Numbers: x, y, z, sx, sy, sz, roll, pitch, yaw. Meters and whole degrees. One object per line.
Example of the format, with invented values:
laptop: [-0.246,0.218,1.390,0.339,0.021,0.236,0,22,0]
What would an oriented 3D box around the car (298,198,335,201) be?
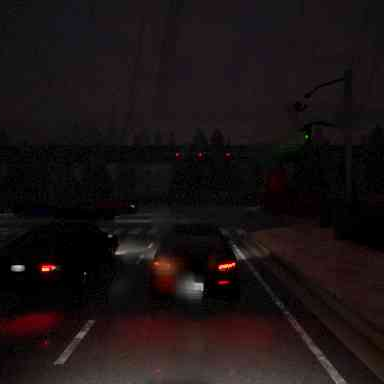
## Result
car: [16.920,1.491,43.340,4.902,1.511,2.128,0,0,0]

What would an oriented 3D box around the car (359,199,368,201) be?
car: [23.228,1.601,46.813,4.718,1.301,1.895,0,0,0]

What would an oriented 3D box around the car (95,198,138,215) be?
car: [-7.646,1.352,32.780,4.553,1.767,2.097,0,0,0]

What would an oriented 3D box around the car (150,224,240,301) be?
car: [0.072,1.526,8.229,1.812,1.442,4.674,0,0,0]

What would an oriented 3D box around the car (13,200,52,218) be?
car: [-13.018,1.477,29.309,5.008,1.535,1.882,0,0,0]

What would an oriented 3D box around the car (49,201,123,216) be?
car: [-8.124,1.601,25.781,4.718,1.301,1.895,0,0,0]

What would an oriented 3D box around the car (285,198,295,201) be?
car: [14.121,1.526,46.855,4.674,1.442,1.812,0,0,2]

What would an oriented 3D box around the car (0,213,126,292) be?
car: [-3.420,1.547,9.050,2.033,1.411,5.357,0,0,0]
